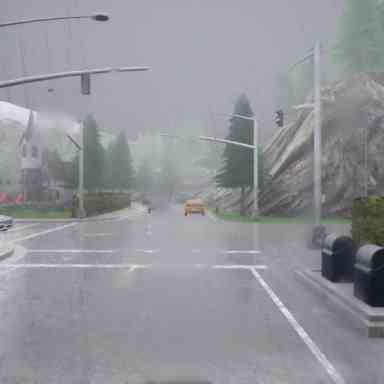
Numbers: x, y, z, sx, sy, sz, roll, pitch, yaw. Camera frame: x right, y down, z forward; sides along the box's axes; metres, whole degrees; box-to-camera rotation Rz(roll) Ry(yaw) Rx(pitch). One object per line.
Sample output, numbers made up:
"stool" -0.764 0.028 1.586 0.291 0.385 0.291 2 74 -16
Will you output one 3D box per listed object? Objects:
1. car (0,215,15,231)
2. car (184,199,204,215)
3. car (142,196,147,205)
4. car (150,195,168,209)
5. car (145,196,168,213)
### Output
"car" -12.174 1.526 18.016 4.674 1.442 1.812 0 0 -7
"car" 0.194 1.477 33.719 1.882 1.535 5.008 0 0 -1
"car" -7.168 1.503 56.644 1.837 1.490 4.892 0 1 -20
"car" -4.682 1.352 46.804 2.097 1.767 4.553 0 0 -11
"car" -3.748 1.505 36.685 1.837 1.490 4.892 0 0 -2
